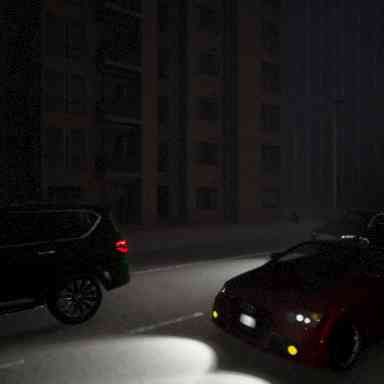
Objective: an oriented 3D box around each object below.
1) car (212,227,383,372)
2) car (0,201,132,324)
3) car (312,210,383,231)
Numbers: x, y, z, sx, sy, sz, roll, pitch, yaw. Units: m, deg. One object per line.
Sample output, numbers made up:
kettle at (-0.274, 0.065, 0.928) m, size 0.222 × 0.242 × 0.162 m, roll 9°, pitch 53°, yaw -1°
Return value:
car at (2.378, 1.562, 5.671) m, size 4.181 × 1.385 × 1.994 m, roll 0°, pitch 0°, yaw -36°
car at (-3.777, 1.219, 5.588) m, size 5.566 × 2.045 × 2.150 m, roll -1°, pitch 0°, yaw -35°
car at (6.589, 1.482, 12.912) m, size 4.902 × 1.511 × 2.128 m, roll 0°, pitch 0°, yaw -35°
